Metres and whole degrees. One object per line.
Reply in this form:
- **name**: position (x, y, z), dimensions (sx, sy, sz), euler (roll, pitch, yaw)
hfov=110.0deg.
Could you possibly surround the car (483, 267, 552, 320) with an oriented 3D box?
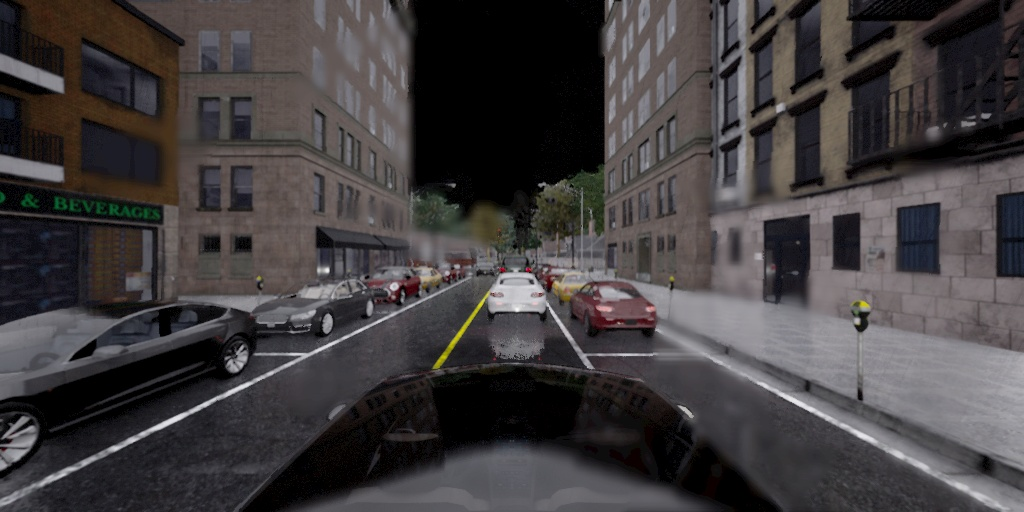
- **car**: position (0.164, 1.283, 12.544), dimensions (1.812, 1.442, 4.674), euler (0, 0, 0)

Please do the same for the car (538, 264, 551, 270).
- **car**: position (2.758, 1.311, 21.149), dimensions (1.888, 1.381, 4.507), euler (0, 0, 0)

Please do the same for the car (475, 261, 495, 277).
- **car**: position (-2.531, 1.307, 36.176), dimensions (1.837, 1.490, 4.892), euler (0, 0, 0)

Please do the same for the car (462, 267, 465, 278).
- **car**: position (-5.194, 1.361, 32.238), dimensions (1.802, 1.307, 4.207), euler (0, 0, 0)

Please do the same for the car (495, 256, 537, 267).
- **car**: position (0.237, 0.991, 23.612), dimensions (2.150, 2.045, 5.566), euler (0, 0, 0)

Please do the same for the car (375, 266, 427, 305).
- **car**: position (-5.304, 1.200, 15.682), dimensions (1.967, 1.591, 4.097), euler (0, 0, 0)

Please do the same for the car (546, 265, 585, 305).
- **car**: position (2.722, 1.285, 15.801), dimensions (1.751, 1.417, 4.829), euler (0, 0, 0)

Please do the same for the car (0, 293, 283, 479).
- **car**: position (-5.377, 1.317, 4.645), dimensions (1.948, 1.339, 4.313), euler (0, 0, 0)

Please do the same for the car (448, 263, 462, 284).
- **car**: position (-5.230, 1.212, 26.719), dimensions (1.967, 1.591, 4.097), euler (0, 0, 0)

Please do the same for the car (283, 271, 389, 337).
- **car**: position (-5.341, 1.305, 10.163), dimensions (2.007, 1.370, 4.403), euler (0, 0, 0)

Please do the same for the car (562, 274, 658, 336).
- **car**: position (2.684, 1.337, 10.113), dimensions (1.802, 1.307, 4.207), euler (0, 0, 0)

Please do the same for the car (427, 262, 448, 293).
- **car**: position (-5.268, 1.292, 21.030), dimensions (1.751, 1.417, 4.829), euler (0, 0, 0)
